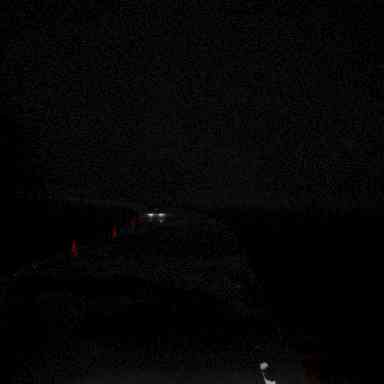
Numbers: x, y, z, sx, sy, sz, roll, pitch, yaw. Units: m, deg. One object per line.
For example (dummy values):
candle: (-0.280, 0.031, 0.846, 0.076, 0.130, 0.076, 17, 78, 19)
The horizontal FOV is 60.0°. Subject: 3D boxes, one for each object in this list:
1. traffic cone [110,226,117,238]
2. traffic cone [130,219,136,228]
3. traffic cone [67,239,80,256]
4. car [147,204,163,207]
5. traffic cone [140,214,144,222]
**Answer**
traffic cone: (-3.926, 2.005, 16.837, 0.340, 0.580, 0.340, 0, 0, 2)
traffic cone: (-3.836, 2.031, 21.705, 0.340, 0.580, 0.340, 0, 0, 0)
traffic cone: (-4.252, 1.979, 11.979, 0.340, 0.580, 0.340, 0, 0, 5)
car: (-4.654, 1.651, 41.292, 2.033, 1.411, 5.357, 0, 0, -11)
traffic cone: (-3.982, 2.058, 26.572, 0.340, 0.580, 0.340, 0, 0, -3)
